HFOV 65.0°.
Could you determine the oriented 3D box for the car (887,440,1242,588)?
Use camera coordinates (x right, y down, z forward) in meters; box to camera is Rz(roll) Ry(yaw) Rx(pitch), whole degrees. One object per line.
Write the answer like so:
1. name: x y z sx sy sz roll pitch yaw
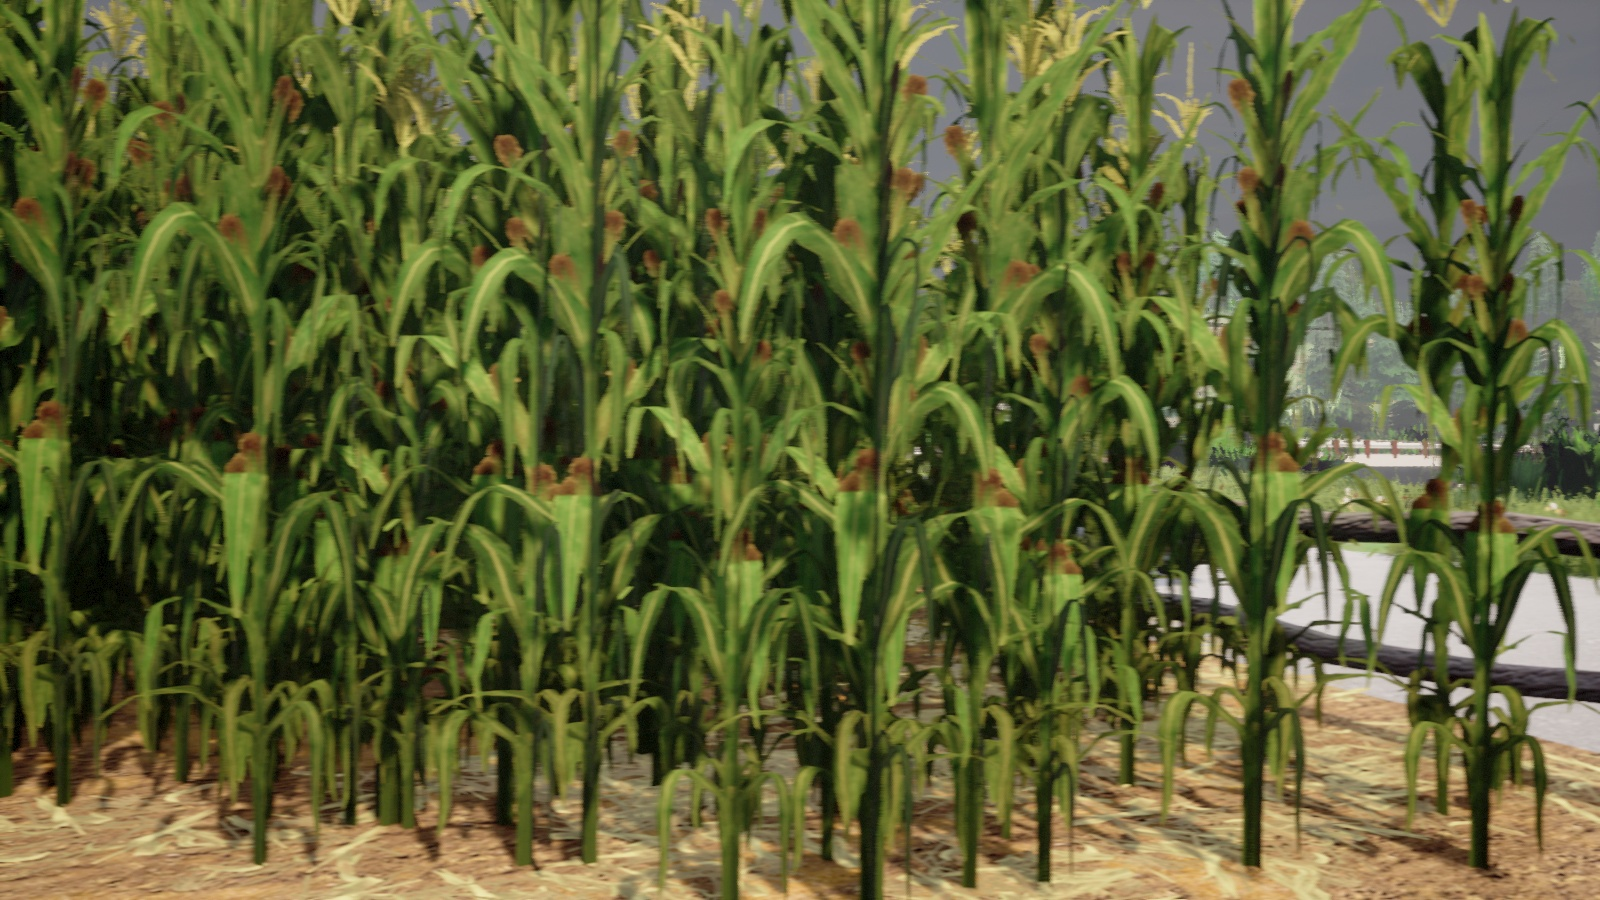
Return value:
1. car: 2.809 0.595 14.389 1.994 1.385 4.181 -1 1 -22
